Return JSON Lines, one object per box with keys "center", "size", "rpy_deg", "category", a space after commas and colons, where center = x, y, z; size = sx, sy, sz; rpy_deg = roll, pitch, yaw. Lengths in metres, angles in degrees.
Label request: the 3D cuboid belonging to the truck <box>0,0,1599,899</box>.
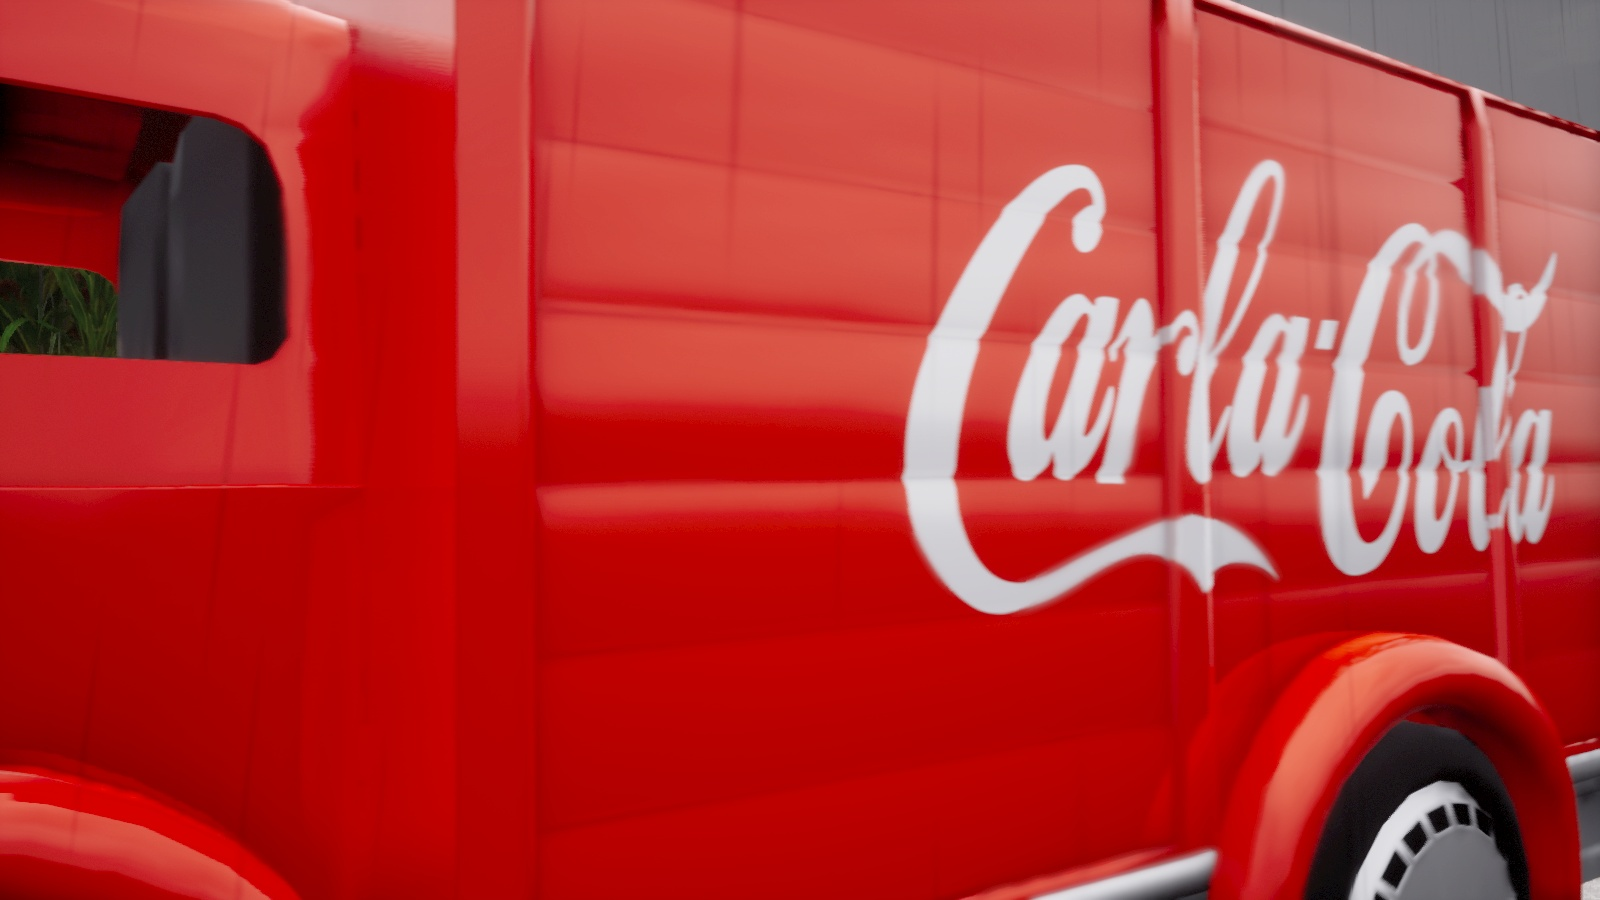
{"center": [-0.413, 0.266, 2.885], "size": [5.204, 2.467, 2.627], "rpy_deg": [0, 0, -35], "category": "truck"}
